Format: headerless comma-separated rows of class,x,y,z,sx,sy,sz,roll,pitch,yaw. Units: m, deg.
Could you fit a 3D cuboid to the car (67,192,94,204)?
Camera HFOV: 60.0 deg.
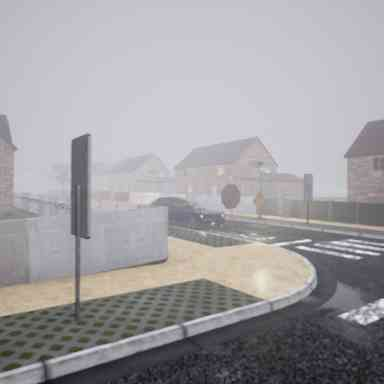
car,-15.381,0.780,45.553,2.033,1.411,5.357,1,1,-36

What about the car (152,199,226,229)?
car,-0.158,1.314,19.445,1.895,1.301,4.718,1,1,-36

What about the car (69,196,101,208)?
car,-11.059,0.988,34.588,1.895,1.301,4.718,1,1,-36

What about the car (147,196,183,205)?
car,-1.981,1.110,27.033,1.837,1.490,4.892,1,1,-36

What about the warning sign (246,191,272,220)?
warning sign,4.467,0.875,22.184,1.300,1.860,1.060,-1,0,-36
